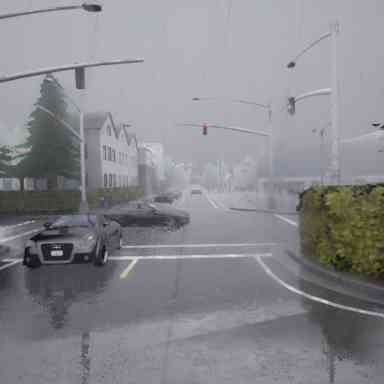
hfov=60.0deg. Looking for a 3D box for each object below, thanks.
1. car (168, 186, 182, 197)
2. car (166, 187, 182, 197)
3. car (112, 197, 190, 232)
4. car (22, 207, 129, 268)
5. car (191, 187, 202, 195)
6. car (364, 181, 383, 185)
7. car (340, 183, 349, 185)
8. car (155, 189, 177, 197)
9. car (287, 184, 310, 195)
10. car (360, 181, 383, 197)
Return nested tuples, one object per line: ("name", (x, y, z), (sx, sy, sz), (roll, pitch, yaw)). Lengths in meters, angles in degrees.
("car", (-2.821, -0.117, 55.756), (2.097, 1.767, 4.553), (-1, 2, 1))
("car", (-2.943, 0.141, 46.026), (2.097, 1.767, 4.553), (-1, 2, 1))
("car", (-2.442, 1.194, 16.988), (4.674, 1.442, 1.812), (-1, 3, 1))
("car", (-3.395, 1.338, 10.205), (1.994, 1.385, 4.181), (-1, 0, -2))
("car", (0.816, -0.152, 60.690), (1.812, 1.442, 4.674), (-1, 2, 1))
("car", (19.558, -0.107, 33.482), (1.905, 1.878, 3.866), (-1, 2, 0))
("car", (26.263, -0.838, 58.650), (2.152, 1.636, 5.027), (-1, 2, 0))
("car", (-3.091, 0.629, 37.058), (1.895, 1.301, 4.718), (-1, 2, 1))
("car", (16.107, -0.280, 51.402), (2.007, 1.523, 4.514), (-1, 2, 0))
("car", (22.931, -0.366, 41.309), (1.932, 1.855, 4.605), (-1, 2, 0))
